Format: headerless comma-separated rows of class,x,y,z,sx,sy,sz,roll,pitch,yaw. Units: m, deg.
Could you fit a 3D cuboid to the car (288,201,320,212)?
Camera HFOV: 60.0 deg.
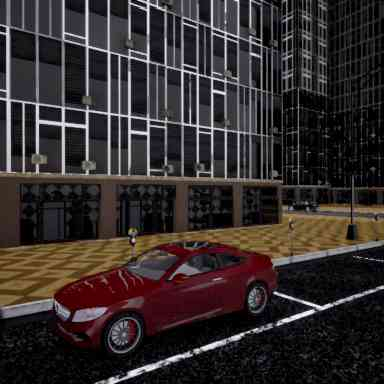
car,15.143,1.899,45.275,2.008,1.369,4.403,-1,0,-36

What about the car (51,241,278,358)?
car,-0.237,1.582,5.932,4.206,1.307,1.802,0,0,-36
